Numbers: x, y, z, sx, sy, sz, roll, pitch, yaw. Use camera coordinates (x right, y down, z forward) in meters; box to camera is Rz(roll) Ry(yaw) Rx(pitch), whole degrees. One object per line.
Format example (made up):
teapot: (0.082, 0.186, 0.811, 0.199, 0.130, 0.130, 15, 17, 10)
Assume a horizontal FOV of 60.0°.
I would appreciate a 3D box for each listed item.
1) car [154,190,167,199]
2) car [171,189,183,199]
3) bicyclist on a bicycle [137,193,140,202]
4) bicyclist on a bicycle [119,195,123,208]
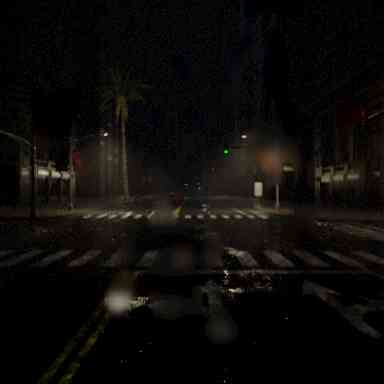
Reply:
car: (-6.404, 0.737, 70.288, 1.895, 1.301, 4.718, 0, 0, 0)
car: (-3.154, 0.367, 70.281, 2.150, 2.045, 5.566, 0, 0, 0)
bicyclist on a bicycle: (-8.657, 1.016, 53.636, 0.659, 1.776, 1.843, 0, 0, 0)
bicyclist on a bicycle: (-8.675, 1.187, 40.788, 0.582, 1.620, 1.656, 0, 1, 0)
